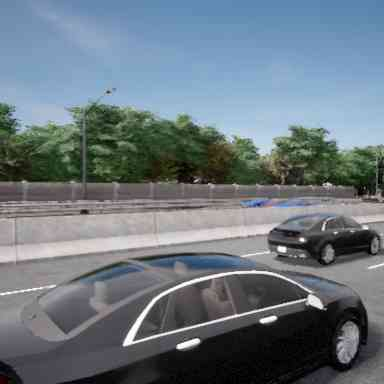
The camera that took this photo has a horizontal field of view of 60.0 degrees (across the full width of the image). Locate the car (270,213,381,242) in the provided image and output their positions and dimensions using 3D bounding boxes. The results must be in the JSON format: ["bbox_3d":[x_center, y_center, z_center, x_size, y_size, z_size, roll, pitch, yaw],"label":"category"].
[{"bbox_3d":[4.707,1.494,11.553,4.892,1.490,1.837,0,0,-36],"label":"car"}]

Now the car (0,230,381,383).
[{"bbox_3d":[0.229,1.506,4.041,4.892,1.490,1.837,0,0,-36],"label":"car"}]

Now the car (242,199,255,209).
[{"bbox_3d":[8.261,1.463,40.045,5.008,1.535,1.882,0,0,-35],"label":"car"}]

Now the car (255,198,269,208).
[{"bbox_3d":[9.349,1.546,36.531,4.181,1.385,1.994,0,0,-36],"label":"car"}]

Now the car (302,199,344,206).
[{"bbox_3d":[12.372,1.501,30.092,4.674,1.442,1.812,0,0,-36],"label":"car"}]

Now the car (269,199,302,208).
[{"bbox_3d":[10.282,1.457,32.899,5.008,1.535,1.882,0,0,-35],"label":"car"}]
